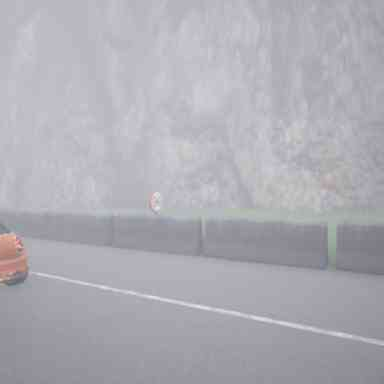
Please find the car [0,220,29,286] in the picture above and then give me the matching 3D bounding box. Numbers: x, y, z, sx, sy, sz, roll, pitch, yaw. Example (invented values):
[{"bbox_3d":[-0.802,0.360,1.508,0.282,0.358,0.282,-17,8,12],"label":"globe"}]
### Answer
[{"bbox_3d":[-5.779,1.197,7.368,4.553,1.767,2.097,0,3,31],"label":"car"}]
